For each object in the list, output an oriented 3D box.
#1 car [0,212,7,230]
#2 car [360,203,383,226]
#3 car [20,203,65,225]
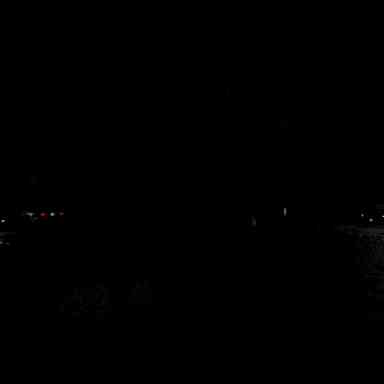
[{"bbox_3d":[-12.811,1.544,20.411,2.033,1.411,5.357,0,0,-39],"label":"car"},{"bbox_3d":[12.895,1.453,21.767,4.674,1.442,1.812,0,0,-35],"label":"car"},{"bbox_3d":[-10.840,1.532,23.976,2.033,1.411,5.357,0,0,-39],"label":"car"}]
